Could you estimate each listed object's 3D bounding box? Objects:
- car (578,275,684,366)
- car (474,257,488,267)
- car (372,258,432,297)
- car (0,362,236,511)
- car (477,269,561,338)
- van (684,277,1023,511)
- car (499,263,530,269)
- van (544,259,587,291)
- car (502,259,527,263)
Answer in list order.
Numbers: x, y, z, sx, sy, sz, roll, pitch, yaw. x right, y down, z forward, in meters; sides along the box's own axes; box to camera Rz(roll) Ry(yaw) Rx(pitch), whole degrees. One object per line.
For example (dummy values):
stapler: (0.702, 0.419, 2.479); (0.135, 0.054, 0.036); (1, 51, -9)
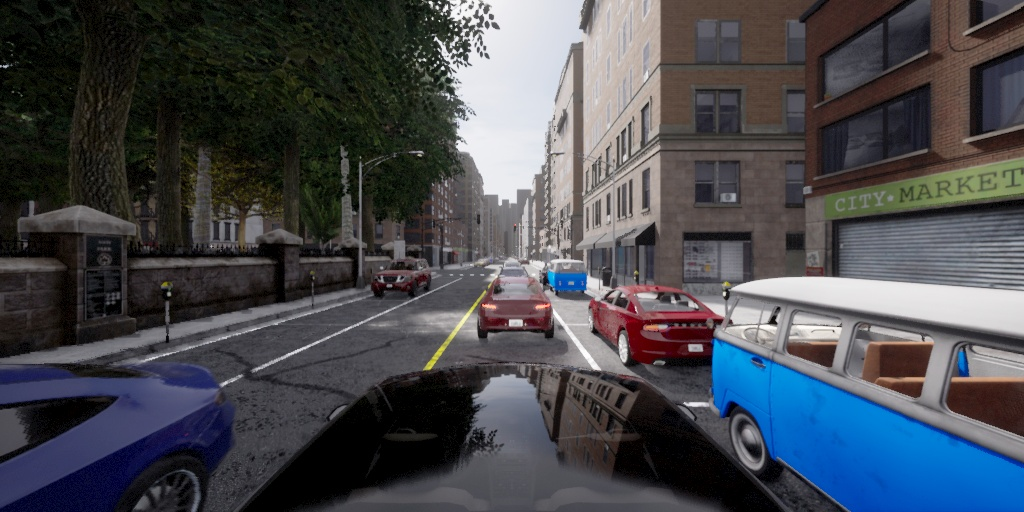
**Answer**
car: (2.858, 1.293, 7.804); (1.888, 1.381, 4.507); (0, 0, 0)
car: (-5.651, 1.213, 62.607); (1.751, 1.417, 4.829); (0, 0, 0)
car: (-5.663, 1.055, 19.088); (2.192, 1.841, 5.009); (0, 0, 0)
car: (-3.100, 1.276, 0.986); (1.812, 1.442, 4.674); (0, 0, 0)
car: (0.097, 1.272, 10.006); (1.812, 1.442, 4.674); (0, 0, 0)
van: (2.856, 1.091, 2.143); (1.690, 1.789, 3.998); (0, 0, 0)
car: (0.101, 1.287, 19.585); (2.033, 1.411, 5.357); (0, 0, 1)
van: (2.861, 1.081, 19.126); (1.690, 1.789, 3.998); (0, 0, 0)
car: (0.011, 1.235, 29.329); (1.837, 1.490, 4.892); (0, 0, 0)
